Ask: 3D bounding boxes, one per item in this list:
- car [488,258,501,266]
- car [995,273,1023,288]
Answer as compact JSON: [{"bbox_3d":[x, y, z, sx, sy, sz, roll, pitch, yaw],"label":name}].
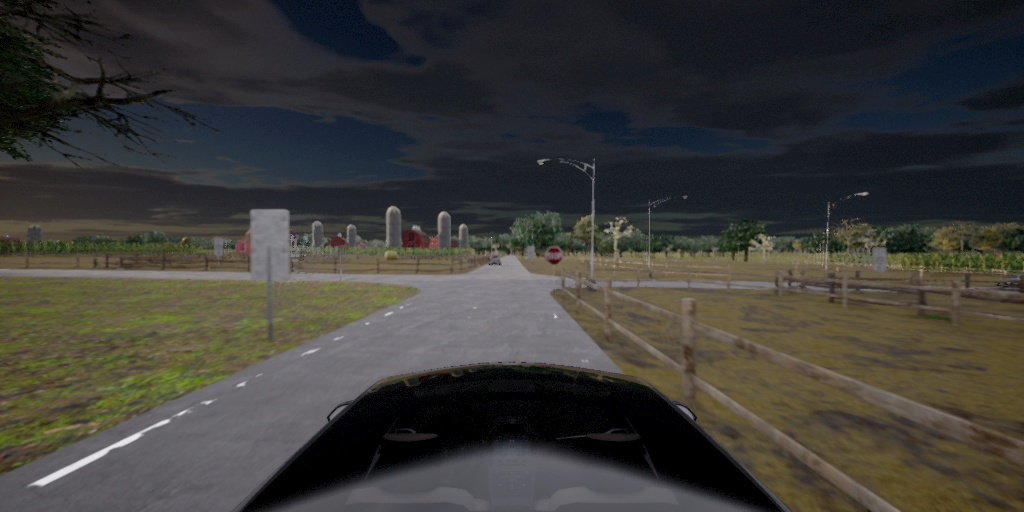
[{"bbox_3d":[-2.745,0.945,57.471,1.994,1.385,4.181,0,1,0],"label":"car"},{"bbox_3d":[42.901,2.112,29.543,4.181,1.385,1.994,2,1,0],"label":"car"}]
